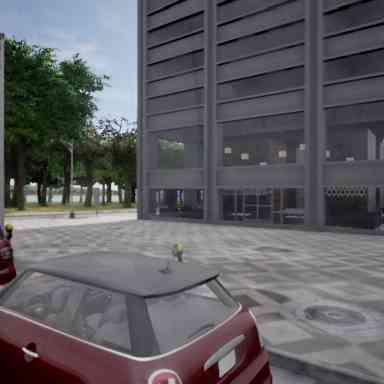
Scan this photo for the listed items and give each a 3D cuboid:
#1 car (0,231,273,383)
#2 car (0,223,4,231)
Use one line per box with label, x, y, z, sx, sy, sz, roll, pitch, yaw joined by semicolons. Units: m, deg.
car;-1.287;1.439;3.879;4.097;1.590;1.967;0;0;35
car;-5.715;1.312;7.036;5.009;1.841;2.192;0;0;35
